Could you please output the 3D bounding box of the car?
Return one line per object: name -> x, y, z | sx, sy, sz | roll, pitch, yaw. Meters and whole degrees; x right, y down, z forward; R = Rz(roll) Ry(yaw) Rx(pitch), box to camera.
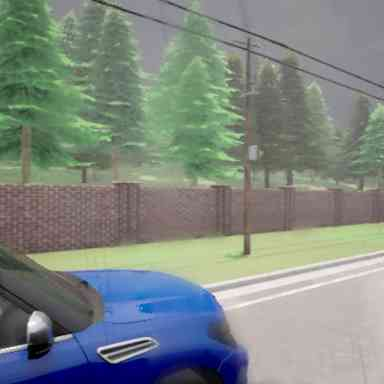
car -> -2.139, 1.218, 2.220 | 5.566, 2.045, 2.150 | 0, 0, -36
